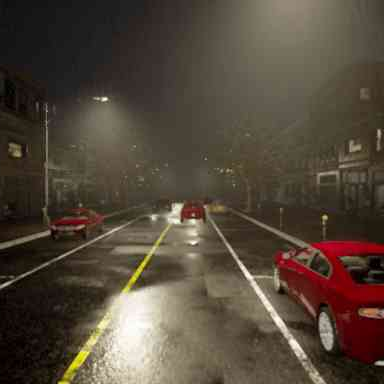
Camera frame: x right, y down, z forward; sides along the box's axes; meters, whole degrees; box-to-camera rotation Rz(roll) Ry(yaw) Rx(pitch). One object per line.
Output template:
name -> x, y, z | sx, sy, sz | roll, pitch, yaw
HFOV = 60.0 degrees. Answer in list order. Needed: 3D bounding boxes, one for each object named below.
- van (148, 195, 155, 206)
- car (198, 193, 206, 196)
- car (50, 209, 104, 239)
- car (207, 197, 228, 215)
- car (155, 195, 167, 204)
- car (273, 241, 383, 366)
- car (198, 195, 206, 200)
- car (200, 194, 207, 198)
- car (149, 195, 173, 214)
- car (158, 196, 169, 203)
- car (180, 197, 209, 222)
van -> -5.688, 1.275, 50.255 | 1.690, 1.788, 3.998 | 0, 0, 0
car -> 2.697, 1.204, 83.518 | 2.192, 1.841, 5.009 | -1, 0, 0
car -> -5.690, 1.560, 16.991 | 1.802, 1.307, 4.206 | 0, 0, 0
car -> 2.692, 1.481, 33.793 | 1.752, 1.417, 4.829 | -1, 0, 0
car -> -5.685, 1.359, 61.343 | 1.967, 1.590, 4.097 | 0, 0, 0
car -> 2.688, 1.537, 5.903 | 1.887, 1.381, 4.507 | -1, 0, 0
car -> 2.700, 1.432, 89.063 | 2.008, 1.369, 4.403 | -1, 0, 0
car -> 2.696, 1.472, 55.799 | 1.887, 1.381, 4.507 | -1, 0, 0
car -> -3.088, 1.431, 35.479 | 1.882, 1.535, 5.008 | 0, 0, 0
car -> -5.683, 1.494, 66.888 | 1.802, 1.307, 4.206 | 0, 0, 0
car -> 0.095, 1.444, 25.671 | 1.882, 1.535, 5.008 | 0, 0, 0
